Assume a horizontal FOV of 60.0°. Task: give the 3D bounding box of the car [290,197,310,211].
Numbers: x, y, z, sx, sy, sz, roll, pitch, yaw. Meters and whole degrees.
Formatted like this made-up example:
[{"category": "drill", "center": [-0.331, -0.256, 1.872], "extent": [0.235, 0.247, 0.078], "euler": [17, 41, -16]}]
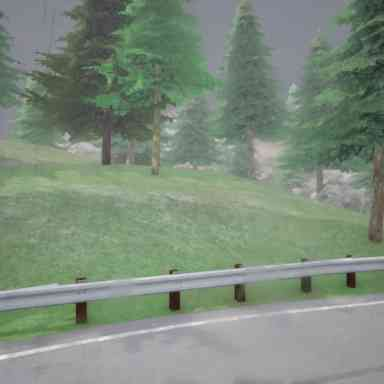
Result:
[{"category": "car", "center": [13.733, 1.367, 41.473], "extent": [2.097, 1.767, 4.553], "euler": [0, 0, -19]}]
